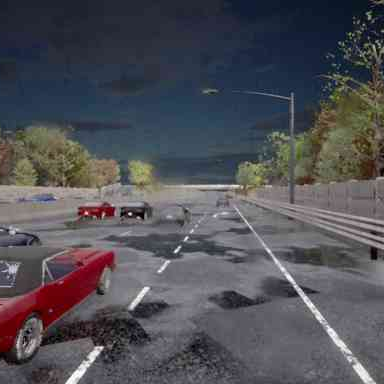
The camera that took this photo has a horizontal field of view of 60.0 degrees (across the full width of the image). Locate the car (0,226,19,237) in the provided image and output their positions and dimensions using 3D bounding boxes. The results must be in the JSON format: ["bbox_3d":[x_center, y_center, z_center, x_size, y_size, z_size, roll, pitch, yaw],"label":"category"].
[{"bbox_3d":[-6.077,1.563,9.361,1.994,1.385,4.181,0,0,5],"label":"car"}]

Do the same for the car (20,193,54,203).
[{"bbox_3d":[-23.403,1.232,51.238,2.150,2.045,5.566,0,0,5],"label":"car"}]

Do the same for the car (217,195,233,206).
[{"bbox_3d":[5.167,1.513,54.965,2.128,1.511,4.902,0,0,5],"label":"car"}]

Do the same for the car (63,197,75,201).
[{"bbox_3d":[-19.601,1.565,54.200,2.033,1.411,5.357,0,0,6],"label":"car"}]

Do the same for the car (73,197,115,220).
[{"bbox_3d":[-7.836,1.478,27.932,1.882,1.535,5.008,0,0,5],"label":"car"}]

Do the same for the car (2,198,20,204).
[{"bbox_3d":[-26.909,1.560,51.327,2.033,1.411,5.357,0,0,6],"label":"car"}]

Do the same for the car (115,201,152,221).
[{"bbox_3d":[-4.379,1.478,27.280,1.882,1.535,5.008,0,0,5],"label":"car"}]

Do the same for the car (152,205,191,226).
[{"bbox_3d":[-1.240,1.565,23.324,1.994,1.385,4.181,0,0,5],"label":"car"}]

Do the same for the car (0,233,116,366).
[{"bbox_3d":[-2.897,1.600,5.811,1.895,1.301,4.718,0,0,5],"label":"car"}]
